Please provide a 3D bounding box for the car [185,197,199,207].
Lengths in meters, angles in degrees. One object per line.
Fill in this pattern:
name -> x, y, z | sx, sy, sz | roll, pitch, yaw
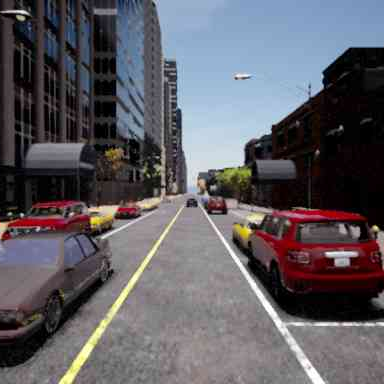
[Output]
car -> -0.011, 1.643, 53.832 | 1.837, 1.490, 4.892 | 0, 0, 0

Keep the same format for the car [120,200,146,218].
car -> -5.708, 1.623, 30.454 | 1.887, 1.381, 4.507 | -1, 0, 0

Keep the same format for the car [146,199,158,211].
car -> -5.711, 1.632, 41.354 | 1.752, 1.417, 4.829 | -1, 0, 0

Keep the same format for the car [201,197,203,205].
car -> 2.669, 1.687, 47.048 | 1.947, 1.339, 4.313 | -1, 0, 0

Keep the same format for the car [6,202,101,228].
car -> -5.707, 1.351, 13.850 | 2.192, 1.841, 5.009 | -1, 0, 0

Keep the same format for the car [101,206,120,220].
car -> -5.706, 1.575, 19.214 | 1.752, 1.417, 4.829 | -1, 0, 0

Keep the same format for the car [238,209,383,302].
car -> 2.674, 1.337, 8.307 | 2.192, 1.841, 5.009 | -1, 0, 0

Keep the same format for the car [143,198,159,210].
car -> -5.712, 1.646, 46.888 | 1.752, 1.417, 4.829 | -1, 0, 0

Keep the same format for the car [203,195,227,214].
car -> 2.668, 1.408, 35.980 | 2.192, 1.841, 5.009 | -1, 0, 0

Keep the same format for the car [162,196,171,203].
car -> -5.719, 1.632, 74.733 | 1.967, 1.590, 4.097 | -1, 0, 0

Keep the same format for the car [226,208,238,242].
car -> 2.676, 1.562, 14.011 | 1.752, 1.417, 4.829 | -1, 0, 0

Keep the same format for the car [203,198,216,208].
car -> 2.668, 1.717, 52.582 | 1.802, 1.307, 4.206 | -1, 0, 0

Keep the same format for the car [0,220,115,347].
car -> -3.071, 1.566, 6.925 | 2.033, 1.411, 5.357 | 0, 0, 0

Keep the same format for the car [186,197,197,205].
car -> -0.013, 1.718, 64.118 | 2.033, 1.411, 5.357 | 0, 0, 0
